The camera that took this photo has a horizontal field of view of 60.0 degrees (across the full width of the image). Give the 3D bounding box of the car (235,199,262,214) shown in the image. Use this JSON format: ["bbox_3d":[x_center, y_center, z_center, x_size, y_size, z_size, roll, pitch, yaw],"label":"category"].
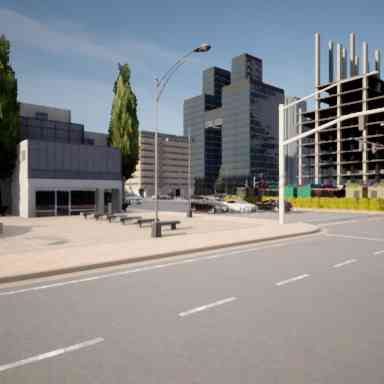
[{"bbox_3d":[4.943,1.524,36.124,1.812,1.442,4.674,0,0,-39],"label":"car"}]

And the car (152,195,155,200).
[{"bbox_3d":[-8.280,1.150,87.371,4.605,1.855,1.932,0,0,-40],"label":"car"}]

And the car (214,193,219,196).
[{"bbox_3d":[6.099,1.152,70.041,3.866,1.878,1.905,0,0,-40],"label":"car"}]

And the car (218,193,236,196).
[{"bbox_3d":[7.941,1.392,67.807,3.806,1.475,1.970,0,0,-40],"label":"car"}]

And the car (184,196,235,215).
[{"bbox_3d":[1.725,1.489,34.521,2.128,1.511,4.902,0,0,-38],"label":"car"}]

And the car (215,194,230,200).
[{"bbox_3d":[8.692,1.390,94.193,3.806,1.475,1.970,0,0,-40],"label":"car"}]

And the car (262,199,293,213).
[{"bbox_3d":[8.892,1.502,37.065,1.837,1.490,4.892,0,0,-38],"label":"car"}]

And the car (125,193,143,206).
[{"bbox_3d":[-10.361,1.222,55.586,2.150,2.045,5.566,0,0,-38],"label":"car"}]

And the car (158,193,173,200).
[{"bbox_3d":[-6.472,1.152,85.110,3.866,1.878,1.905,0,0,-40],"label":"car"}]
